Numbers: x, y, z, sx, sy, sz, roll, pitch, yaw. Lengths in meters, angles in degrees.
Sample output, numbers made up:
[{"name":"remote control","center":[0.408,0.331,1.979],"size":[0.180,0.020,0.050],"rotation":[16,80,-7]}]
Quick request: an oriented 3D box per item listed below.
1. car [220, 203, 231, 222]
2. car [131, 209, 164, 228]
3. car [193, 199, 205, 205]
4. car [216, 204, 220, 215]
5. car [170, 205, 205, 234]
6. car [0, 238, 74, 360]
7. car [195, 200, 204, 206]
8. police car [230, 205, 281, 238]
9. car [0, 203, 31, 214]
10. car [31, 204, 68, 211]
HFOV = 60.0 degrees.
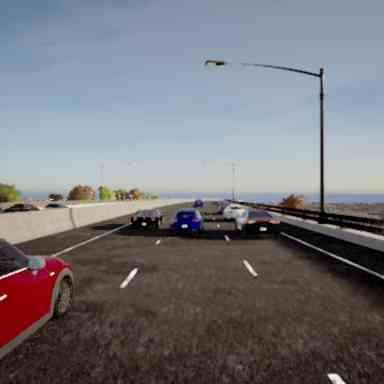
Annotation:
[{"name":"car","center":[3.823,1.875,30.185],"size":[1.812,1.442,4.674],"rotation":[0,-1,1]},{"name":"car","center":[-3.170,1.882,24.618],"size":[1.895,1.301,4.718],"rotation":[0,-1,1]},{"name":"car","center":[1.330,2.122,62.200],"size":[2.097,1.767,4.553],"rotation":[0,-1,2]},{"name":"car","center":[4.071,2.033,41.104],"size":[2.033,1.411,5.357],"rotation":[0,-1,1]},{"name":"car","center":[-0.245,1.763,20.804],"size":[1.812,1.442,4.674],"rotation":[0,-1,4]},{"name":"car","center":[-3.373,1.403,4.694],"size":[2.097,1.767,4.553],"rotation":[0,-1,0]},{"name":"car","center":[1.786,2.547,75.104],"size":[1.895,1.301,4.718],"rotation":[0,-1,3]},{"name":"police car","center":[3.645,1.725,19.265],"size":[2.038,1.542,4.974],"rotation":[0,-1,1]},{"name":"car","center":[-17.204,1.888,33.376],"size":[1.837,1.490,4.892],"rotation":[0,-1,1]},{"name":"car","center":[-13.722,1.906,33.074],"size":[1.812,1.442,4.674],"rotation":[0,-1,1]}]
